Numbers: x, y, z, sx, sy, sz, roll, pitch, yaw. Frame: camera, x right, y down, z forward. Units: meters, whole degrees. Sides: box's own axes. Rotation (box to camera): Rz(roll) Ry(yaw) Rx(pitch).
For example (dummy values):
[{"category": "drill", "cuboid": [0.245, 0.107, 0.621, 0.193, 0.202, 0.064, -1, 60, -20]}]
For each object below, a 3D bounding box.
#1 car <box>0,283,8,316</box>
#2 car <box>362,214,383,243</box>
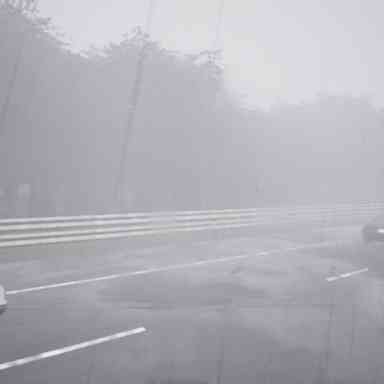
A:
[{"category": "car", "cuboid": [-5.136, 1.603, 4.376, 4.718, 1.301, 1.895, 0, 0, -35]}, {"category": "car", "cuboid": [9.391, 1.563, 14.750, 4.181, 1.385, 1.994, 0, 0, -35]}]
